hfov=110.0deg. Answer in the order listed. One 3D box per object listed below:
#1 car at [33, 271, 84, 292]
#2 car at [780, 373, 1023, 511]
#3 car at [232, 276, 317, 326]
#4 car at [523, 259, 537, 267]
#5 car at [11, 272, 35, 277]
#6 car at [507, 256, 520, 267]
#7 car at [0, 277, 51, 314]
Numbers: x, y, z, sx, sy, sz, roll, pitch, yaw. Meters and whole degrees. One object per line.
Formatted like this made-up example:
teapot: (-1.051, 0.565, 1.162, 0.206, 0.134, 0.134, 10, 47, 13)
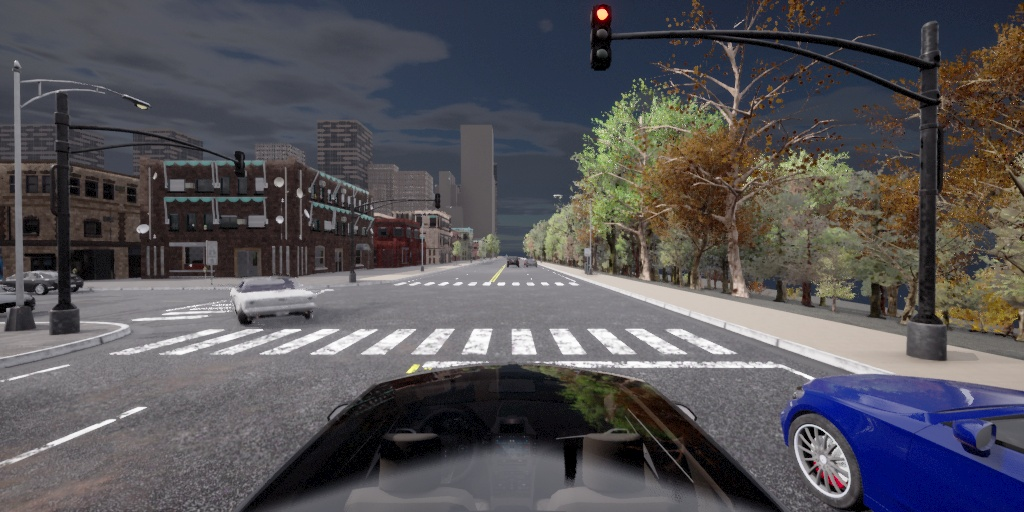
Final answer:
car: (-28.242, 1.560, 21.313, 4.403, 1.370, 2.007, 0, 0, 0)
car: (3.346, 1.276, 1.343, 1.812, 1.442, 4.674, 0, 0, 2)
car: (-8.035, 1.355, 11.973, 1.895, 1.301, 4.718, -1, 0, -41)
car: (3.470, 1.218, 63.887, 2.128, 1.511, 4.902, 0, 0, 0)
car: (-24.174, 1.585, 15.502, 4.181, 1.385, 1.994, -1, 1, 0)
car: (0.218, 0.948, 63.726, 2.150, 2.045, 5.566, 0, 0, 1)
car: (-19.926, 1.565, 12.784, 4.313, 1.339, 1.948, 0, 0, 0)
